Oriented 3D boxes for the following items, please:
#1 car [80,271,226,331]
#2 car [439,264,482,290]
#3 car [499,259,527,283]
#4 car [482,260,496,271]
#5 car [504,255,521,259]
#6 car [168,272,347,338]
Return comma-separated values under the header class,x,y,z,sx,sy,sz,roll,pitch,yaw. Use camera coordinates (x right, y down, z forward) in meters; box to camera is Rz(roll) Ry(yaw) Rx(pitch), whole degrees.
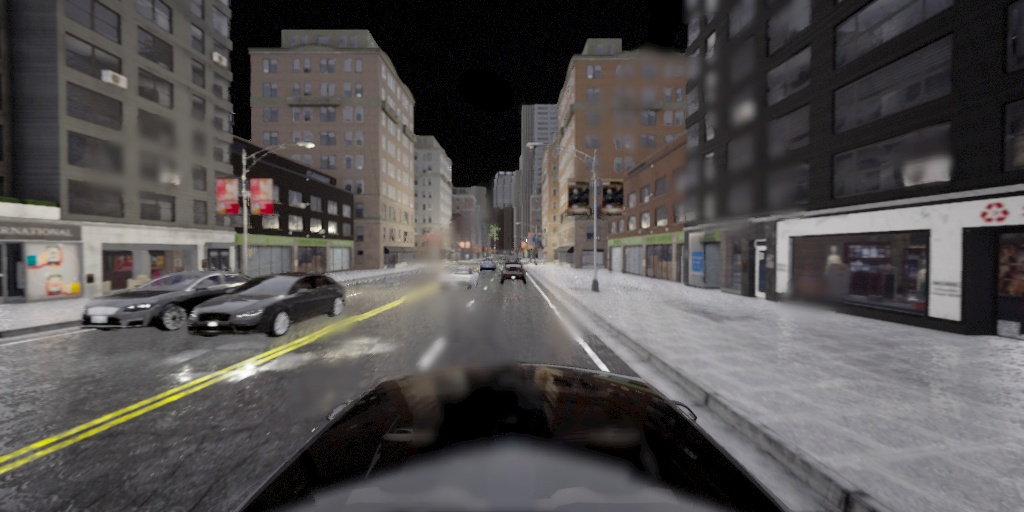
class,x,y,z,sx,sy,sz,roll,pitch,yaw
car,-9.793,1.234,11.000,2.128,1.511,4.902,0,0,1
car,-3.158,1.332,22.228,1.895,1.301,4.718,0,0,0
car,0.095,1.228,27.346,1.837,1.490,4.892,0,0,0
car,-3.158,1.237,48.045,1.994,1.385,4.181,0,0,0
car,0.093,0.892,49.001,2.150,2.045,5.566,0,0,0
car,-6.554,1.250,10.303,1.837,1.490,4.892,0,0,1
